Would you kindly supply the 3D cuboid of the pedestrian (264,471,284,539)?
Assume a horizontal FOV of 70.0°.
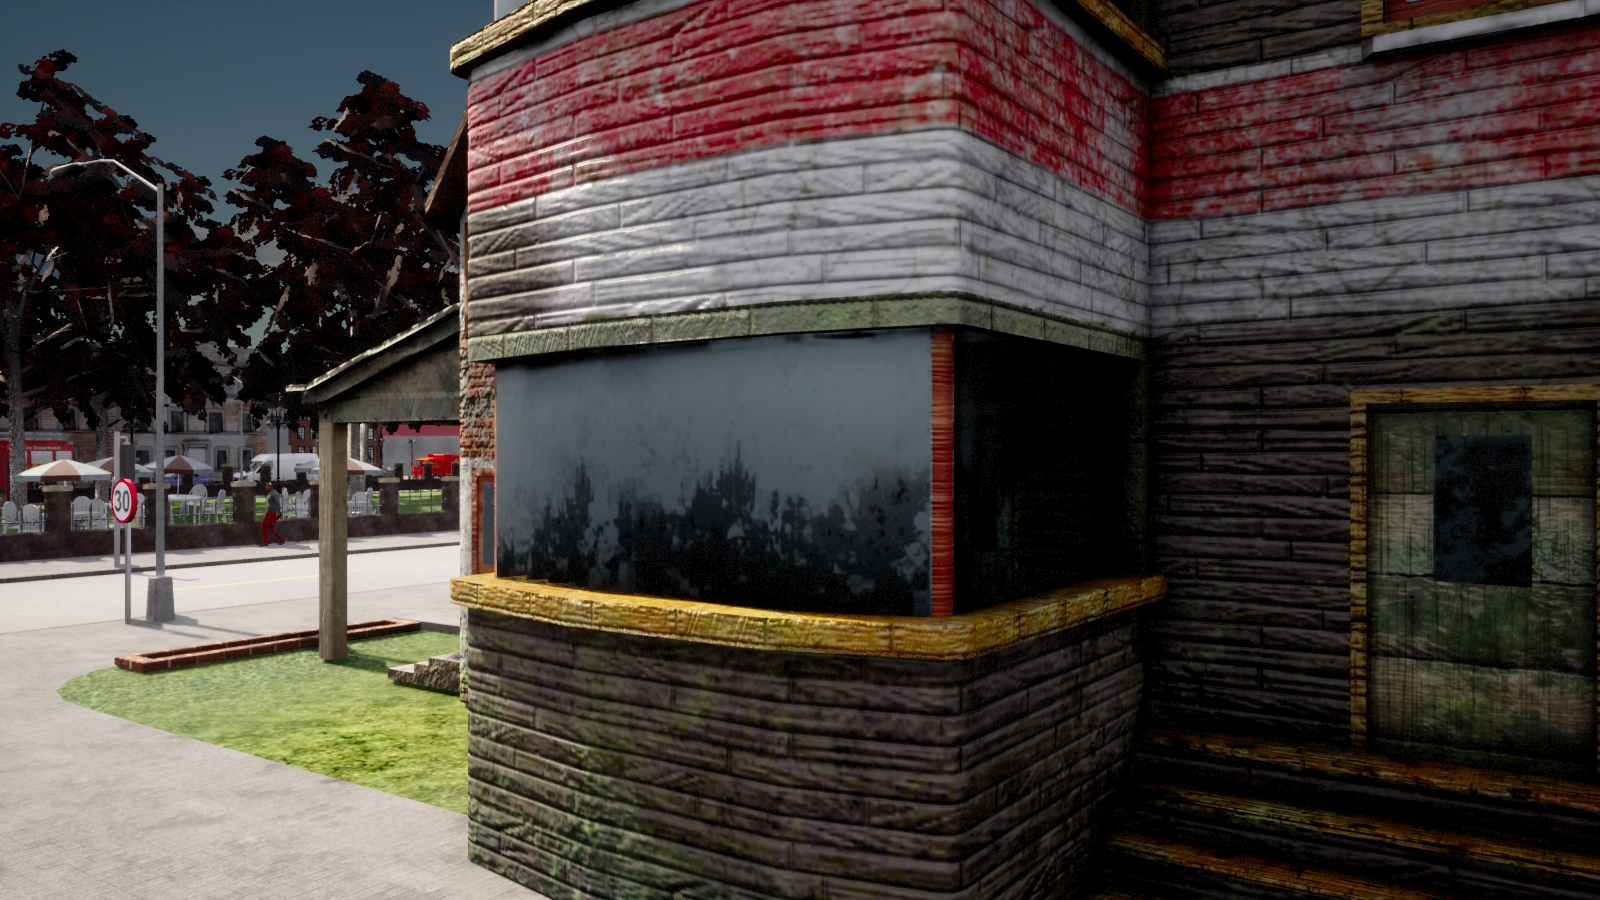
[{"bbox_3d":[-14.592,1.517,31.704,0.375,1.860,0.375,0,0,36],"label":"pedestrian"}]
